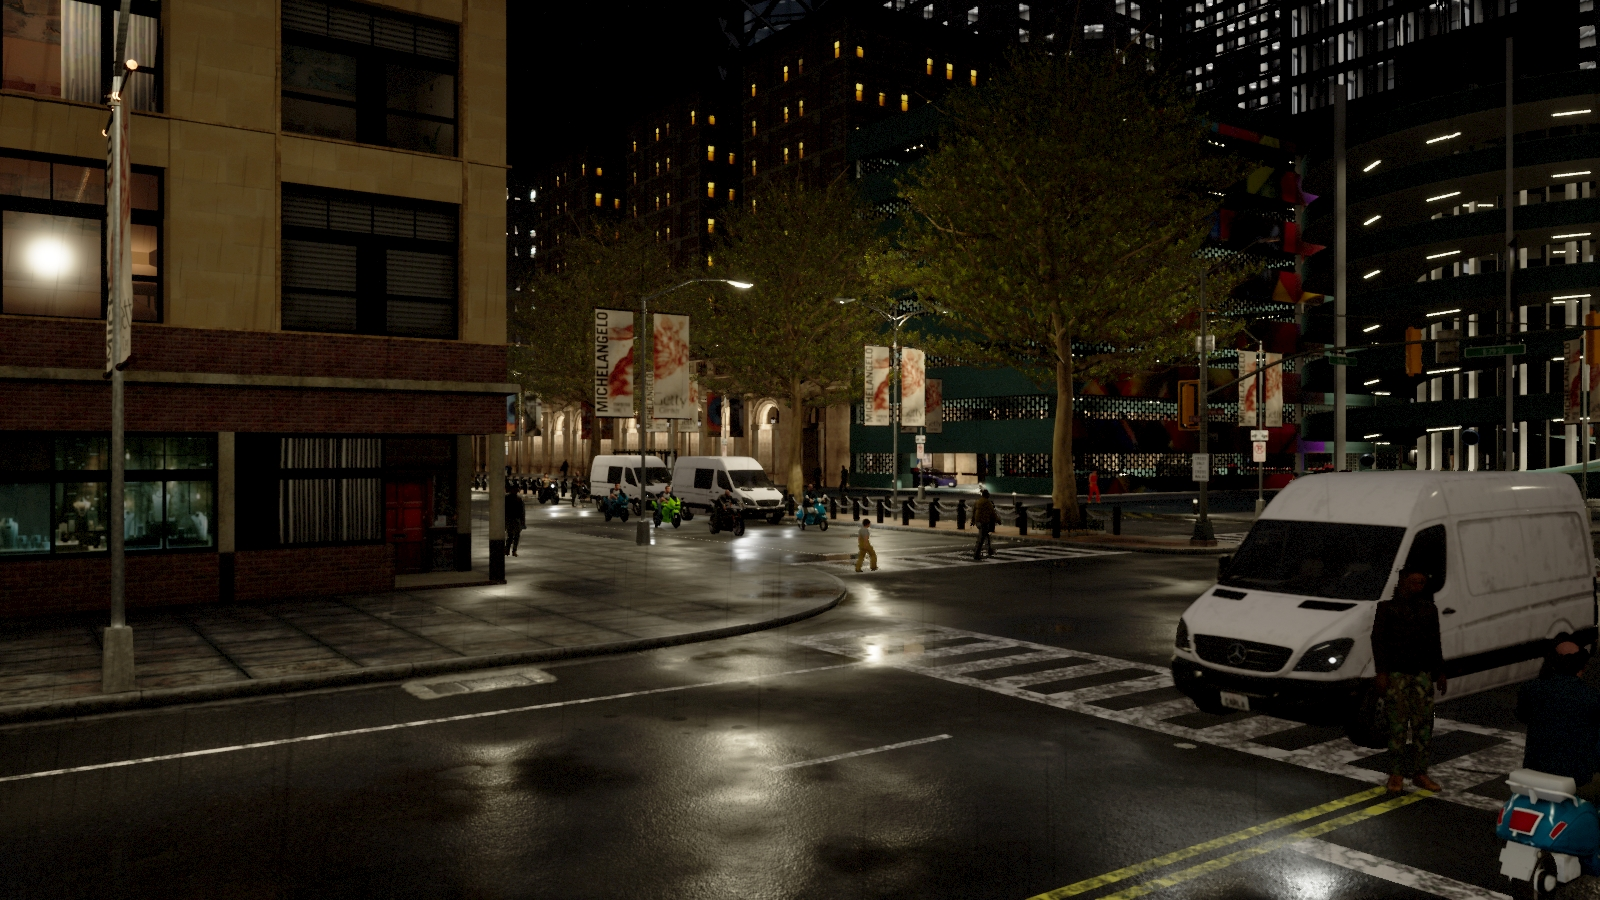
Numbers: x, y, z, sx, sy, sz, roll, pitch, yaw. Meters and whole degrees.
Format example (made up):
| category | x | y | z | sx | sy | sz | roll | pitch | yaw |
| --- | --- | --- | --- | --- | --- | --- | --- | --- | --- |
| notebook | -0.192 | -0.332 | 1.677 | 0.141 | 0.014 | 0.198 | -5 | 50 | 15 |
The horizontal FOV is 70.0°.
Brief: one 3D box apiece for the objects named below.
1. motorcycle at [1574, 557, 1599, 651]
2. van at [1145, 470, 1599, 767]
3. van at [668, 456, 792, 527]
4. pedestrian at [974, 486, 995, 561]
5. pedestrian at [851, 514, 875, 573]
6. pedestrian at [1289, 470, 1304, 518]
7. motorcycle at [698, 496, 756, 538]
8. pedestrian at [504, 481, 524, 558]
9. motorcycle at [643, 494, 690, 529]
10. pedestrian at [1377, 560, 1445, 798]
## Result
| category | x | y | z | sx | sy | sz | roll | pitch | yaw |
| --- | --- | --- | --- | --- | --- | --- | --- | --- | --- |
| motorcycle | 11.979 | 2.182 | 16.399 | 1.805 | 1.236 | 0.856 | 0 | 0 | -35 |
| van | 6.547 | 1.535 | 12.633 | 5.915 | 2.561 | 1.988 | 0 | 0 | -35 |
| van | -2.818 | 1.534 | 44.499 | 1.988 | 2.561 | 5.915 | 0 | 0 | -35 |
| pedestrian | 4.657 | 1.849 | 28.891 | 0.375 | 1.860 | 0.375 | 0 | 0 | -34 |
| pedestrian | 1.435 | 2.129 | 26.065 | 0.375 | 1.300 | 0.375 | 0 | 0 | -38 |
| pedestrian | 19.158 | 1.698 | 44.075 | 0.375 | 1.860 | 0.375 | 0 | 0 | -15 |
| motorcycle | -2.440 | 2.205 | 37.889 | 0.867 | 1.251 | 2.209 | 0 | 0 | -35 |
| pedestrian | -7.060 | 1.699 | 28.183 | 0.375 | 1.860 | 0.375 | 0 | 0 | -32 |
| motorcycle | -4.824 | 2.213 | 41.273 | 0.803 | 1.145 | 2.033 | 0 | 0 | -35 |
| pedestrian | 4.979 | 1.848 | 9.328 | 0.375 | 1.860 | 0.375 | 0 | 0 | 6 |
